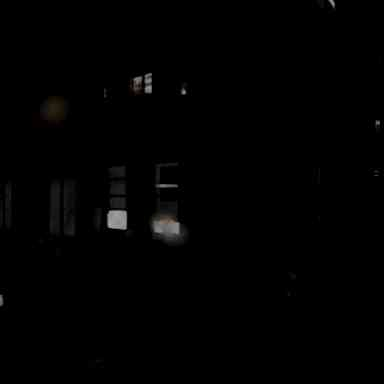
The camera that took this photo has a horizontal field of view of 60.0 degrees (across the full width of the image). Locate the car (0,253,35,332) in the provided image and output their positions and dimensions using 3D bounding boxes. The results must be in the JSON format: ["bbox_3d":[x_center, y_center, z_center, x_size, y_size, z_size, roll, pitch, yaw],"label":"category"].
[{"bbox_3d":[-4.504,1.603,5.882,4.313,1.339,1.947,0,1,36],"label":"car"}]
